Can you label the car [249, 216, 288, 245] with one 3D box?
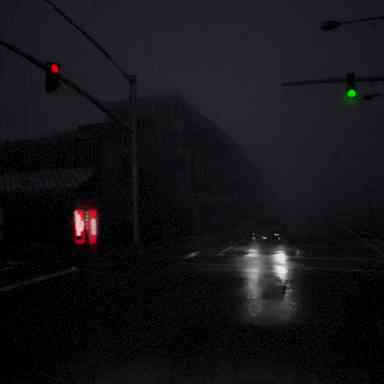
[{"bbox_3d":[4.688,2.279,20.117,1.837,1.490,4.892,-2,-2,20],"label":"car"}]
